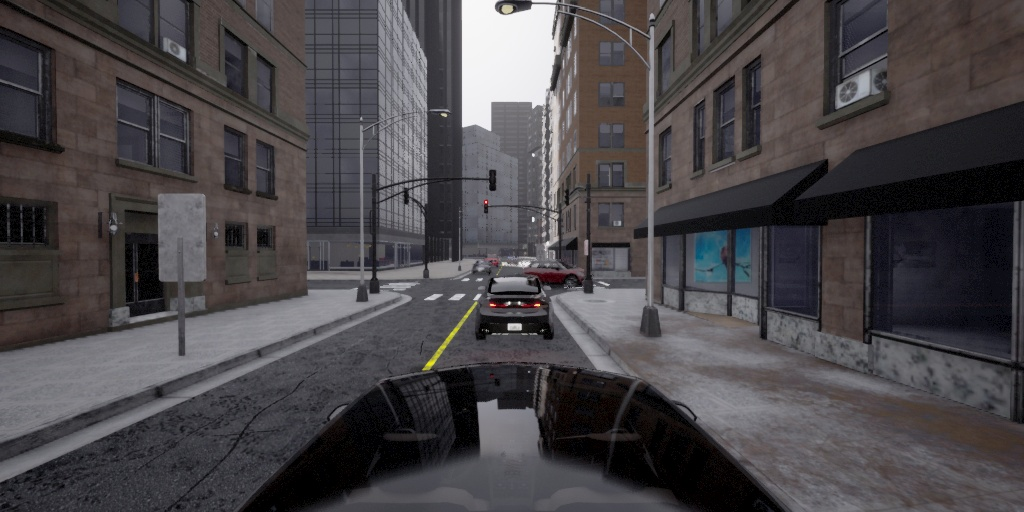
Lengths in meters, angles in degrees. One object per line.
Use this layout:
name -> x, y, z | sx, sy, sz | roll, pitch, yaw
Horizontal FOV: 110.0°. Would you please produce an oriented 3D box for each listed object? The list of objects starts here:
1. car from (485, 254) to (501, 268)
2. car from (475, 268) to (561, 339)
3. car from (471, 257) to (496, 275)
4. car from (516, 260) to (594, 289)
car -> -3.164, 0.737, 55.126 | 2.150, 2.045, 5.566 | 0, 0, 0
car -> 0.068, 1.252, 10.001 | 1.837, 1.490, 4.892 | 0, 0, 0
car -> -3.143, 1.160, 37.987 | 2.128, 1.511, 4.902 | 0, 1, 0
car -> 2.927, 1.080, 23.106 | 4.553, 1.767, 2.097 | 0, 0, 32
